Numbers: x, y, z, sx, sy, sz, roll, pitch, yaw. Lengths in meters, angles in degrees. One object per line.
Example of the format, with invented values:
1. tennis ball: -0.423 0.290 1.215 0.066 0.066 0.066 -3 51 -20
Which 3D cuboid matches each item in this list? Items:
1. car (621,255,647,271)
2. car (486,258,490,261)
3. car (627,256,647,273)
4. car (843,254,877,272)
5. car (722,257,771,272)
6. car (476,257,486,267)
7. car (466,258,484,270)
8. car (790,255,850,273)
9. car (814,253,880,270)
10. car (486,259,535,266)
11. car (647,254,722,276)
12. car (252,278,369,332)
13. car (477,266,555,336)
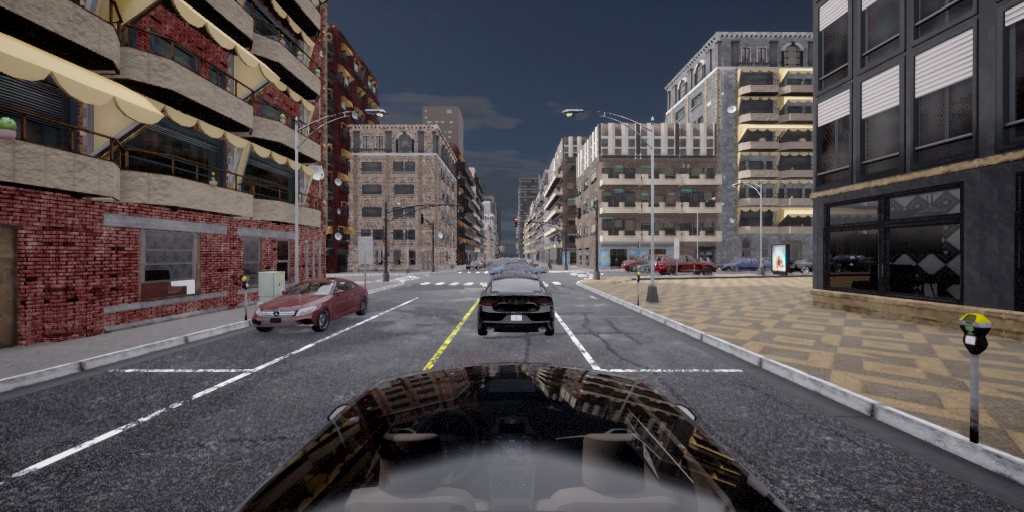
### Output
1. car: 14.575 0.764 39.164 5.009 1.841 2.192 0 0 0
2. car: -5.689 1.086 64.194 2.192 1.841 5.009 0 0 0
3. car: 14.446 1.021 36.572 4.181 1.385 1.994 -1 0 -1
4. car: 31.351 0.717 30.930 4.313 1.339 1.948 0 0 0
5. car: 23.841 0.829 36.654 5.357 1.411 2.033 -1 0 -1
6. car: -5.690 1.293 58.342 1.751 1.417 4.829 0 0 0
7. car: -5.689 1.330 52.829 1.948 1.339 4.313 0 0 0
8. car: 25.803 0.822 30.881 4.313 1.339 1.948 0 0 0
9. car: 34.277 0.562 36.734 5.008 1.535 1.882 -1 0 0
10. car: 0.571 1.267 33.252 5.357 1.411 2.033 -1 0 0
11. car: 14.710 0.778 30.785 5.009 1.841 2.192 0 0 0
12. car: -5.742 1.332 10.806 1.802 1.307 4.207 0 0 0
13. car: 0.099 1.227 10.465 1.882 1.535 5.008 0 0 0
